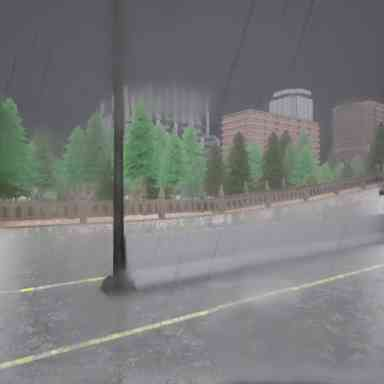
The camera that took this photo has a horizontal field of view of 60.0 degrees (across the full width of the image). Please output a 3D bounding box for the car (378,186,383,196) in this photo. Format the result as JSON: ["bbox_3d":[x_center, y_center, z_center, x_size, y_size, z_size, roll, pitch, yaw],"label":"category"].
[{"bbox_3d":[22.656,-0.433,37.090,4.892,1.490,1.837,-9,5,-35],"label":"car"}]
